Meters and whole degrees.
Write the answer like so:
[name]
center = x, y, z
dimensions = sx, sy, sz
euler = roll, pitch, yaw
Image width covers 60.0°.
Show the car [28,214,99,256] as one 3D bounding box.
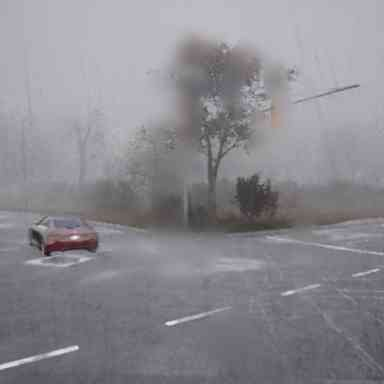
[car]
center = -5.297, 1.593, 13.487
dimensions = 1.994, 1.385, 4.181
euler = 1, 0, -34
